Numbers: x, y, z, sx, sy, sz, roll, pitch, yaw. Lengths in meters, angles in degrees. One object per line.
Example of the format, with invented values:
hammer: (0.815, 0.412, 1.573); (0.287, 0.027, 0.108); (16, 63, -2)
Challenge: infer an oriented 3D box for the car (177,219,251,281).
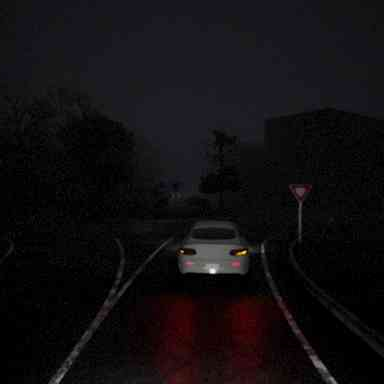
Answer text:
car: (0.667, 1.511, 9.727); (1.812, 1.442, 4.674); (0, 0, 5)

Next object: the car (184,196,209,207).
car: (0.564, 1.305, 47.990); (1.882, 1.535, 5.008); (0, 0, -27)
